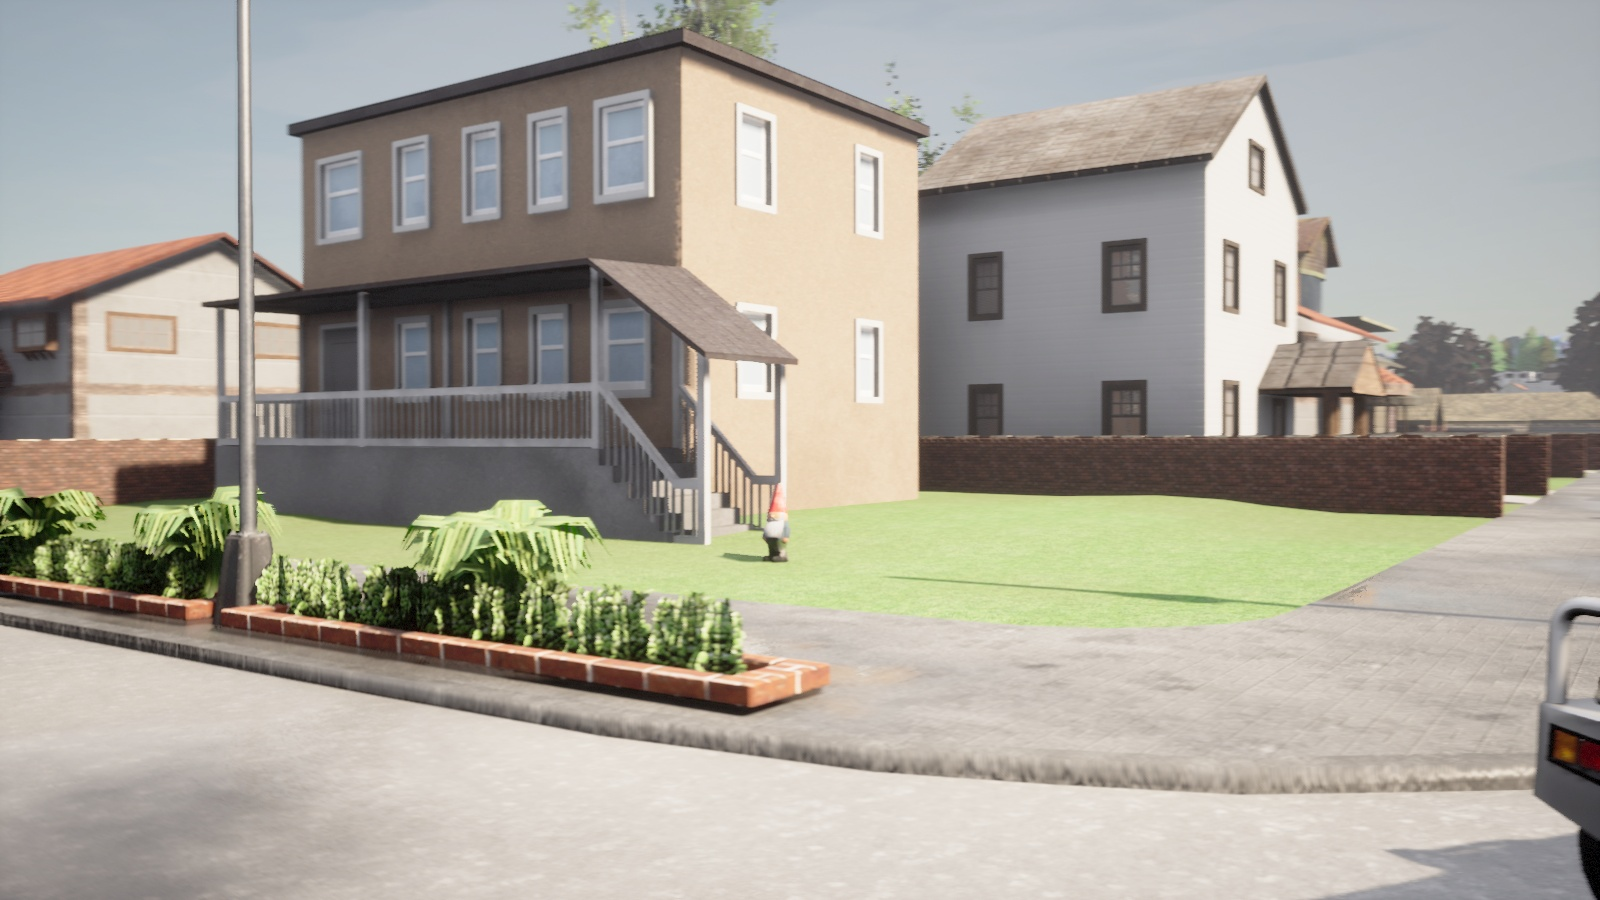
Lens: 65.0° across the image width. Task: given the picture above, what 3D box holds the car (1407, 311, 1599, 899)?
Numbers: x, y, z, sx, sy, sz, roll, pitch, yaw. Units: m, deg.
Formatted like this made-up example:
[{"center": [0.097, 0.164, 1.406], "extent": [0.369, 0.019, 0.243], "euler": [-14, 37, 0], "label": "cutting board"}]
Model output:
[{"center": [4.148, 0.618, 3.316], "extent": [4.605, 1.855, 1.932], "euler": [0, 2, -21], "label": "car"}]
